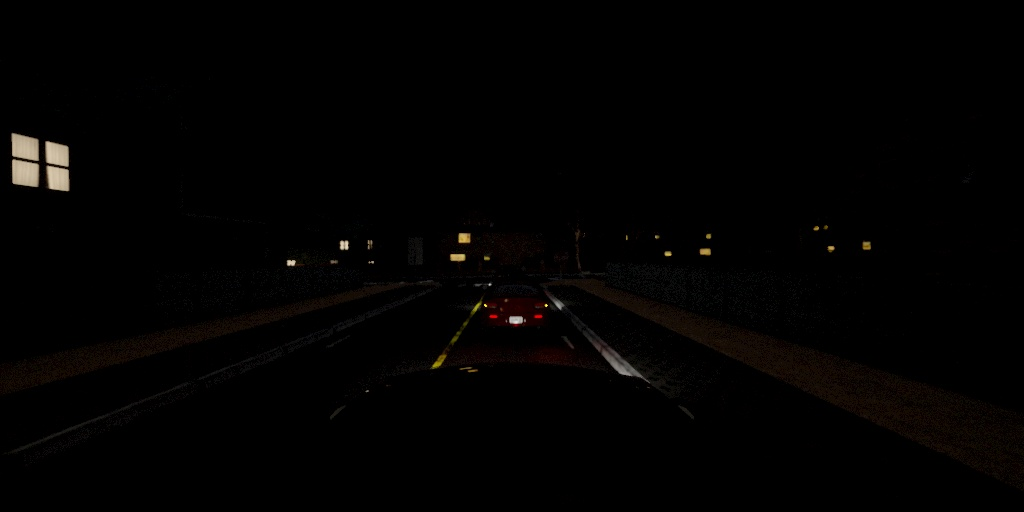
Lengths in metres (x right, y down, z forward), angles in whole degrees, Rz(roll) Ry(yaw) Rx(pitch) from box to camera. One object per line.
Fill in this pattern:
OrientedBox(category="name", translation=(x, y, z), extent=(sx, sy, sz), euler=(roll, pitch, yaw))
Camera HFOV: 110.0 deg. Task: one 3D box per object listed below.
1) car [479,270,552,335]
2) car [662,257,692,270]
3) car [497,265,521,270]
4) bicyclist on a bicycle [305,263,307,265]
OrientedBox(category="car", translation=(0.087, 1.297, 10.522), extent=(1.812, 1.442, 4.674), euler=(0, 0, 0))
OrientedBox(category="car", translation=(14.518, 0.907, 32.603), extent=(5.008, 1.535, 1.882), euler=(-1, 1, 0))
OrientedBox(category="car", translation=(-0.207, 1.315, 22.665), extent=(1.837, 1.490, 4.892), euler=(0, 0, -4))
OrientedBox(category="bicyclist on a bicycle", translation=(-20.220, 1.516, 35.396), extent=(0.582, 1.620, 1.656), euler=(-1, 1, 0))
